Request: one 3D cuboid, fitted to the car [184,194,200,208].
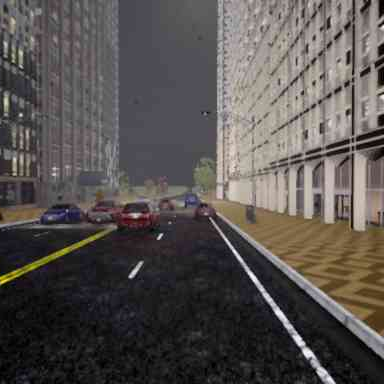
[{"bbox_3d":[0.006,1.299,48.777,2.150,2.045,5.566,0,-1,1],"label":"car"}]

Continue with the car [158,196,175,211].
[{"bbox_3d":[-3.155,1.597,41.632,1.812,1.442,4.674,0,0,0],"label":"car"}]

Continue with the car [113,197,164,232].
[{"bbox_3d":[-3.160,1.391,20.712,2.097,1.767,4.553,0,0,0],"label":"car"}]

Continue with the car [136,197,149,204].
[{"bbox_3d":[-9.769,1.698,65.789,1.895,1.301,4.718,0,0,0],"label":"car"}]

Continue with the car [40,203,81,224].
[{"bbox_3d":[-9.850,1.572,25.461,1.812,1.442,4.674,0,0,0],"label":"car"}]

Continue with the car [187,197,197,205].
[{"bbox_3d":[-0.008,1.624,63.100,1.812,1.442,4.674,0,0,0],"label":"car"}]

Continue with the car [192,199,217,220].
[{"bbox_3d":[1.134,1.579,28.899,1.812,1.442,4.674,0,0,0],"label":"car"}]

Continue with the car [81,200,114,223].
[{"bbox_3d":[-6.598,1.399,25.751,2.097,1.767,4.553,0,0,0],"label":"car"}]
